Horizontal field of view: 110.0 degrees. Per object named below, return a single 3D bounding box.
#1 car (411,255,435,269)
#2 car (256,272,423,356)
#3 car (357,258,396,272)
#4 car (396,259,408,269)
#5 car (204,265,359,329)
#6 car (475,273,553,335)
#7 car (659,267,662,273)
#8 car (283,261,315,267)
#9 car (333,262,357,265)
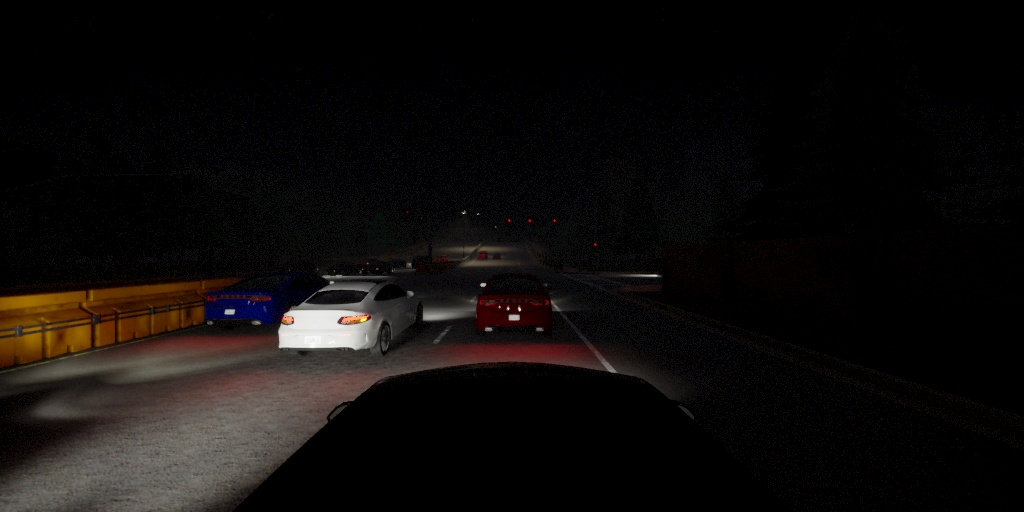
[{"bbox_3d":[-14.207,0.971,56.373,2.150,2.045,5.566,0,0,0],"label":"car"},{"bbox_3d":[-3.449,1.276,8.468,1.812,1.442,4.674,0,0,-1],"label":"car"},{"bbox_3d":[-14.177,1.275,37.776,1.812,1.442,4.674,0,0,0],"label":"car"},{"bbox_3d":[-17.705,1.241,54.826,2.128,1.511,4.902,0,0,0],"label":"car"},{"bbox_3d":[-6.942,1.228,11.306,1.882,1.535,5.008,0,0,0],"label":"car"},{"bbox_3d":[0.056,1.228,10.499,1.882,1.535,5.008,0,0,0],"label":"car"},{"bbox_3d":[17.273,1.314,36.498,4.181,1.385,1.994,0,0,0],"label":"car"},{"bbox_3d":[-21.172,1.255,35.569,1.837,1.490,4.892,0,0,0],"label":"car"},{"bbox_3d":[-17.676,1.314,37.693,1.994,1.385,4.181,0,0,0],"label":"car"}]
